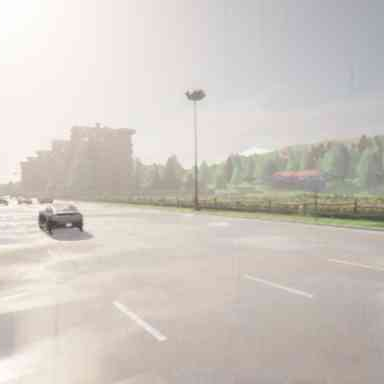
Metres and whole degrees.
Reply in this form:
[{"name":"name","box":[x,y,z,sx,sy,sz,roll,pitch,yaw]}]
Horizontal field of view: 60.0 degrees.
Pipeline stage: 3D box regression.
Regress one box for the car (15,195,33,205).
[{"name":"car","box":[-29.747,1.608,59.291,1.895,1.301,4.718,-1,0,-34]}]

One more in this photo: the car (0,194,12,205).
[{"name":"car","box":[-33.495,1.584,58.608,1.812,1.442,4.674,-1,0,-34]}]

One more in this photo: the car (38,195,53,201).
[{"name":"car","box":[-26.918,1.523,61.358,1.994,1.385,4.181,-1,0,-34]}]

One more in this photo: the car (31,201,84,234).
[{"name":"car","box":[-7.593,1.468,19.097,2.128,1.511,4.902,-1,0,-32]}]
